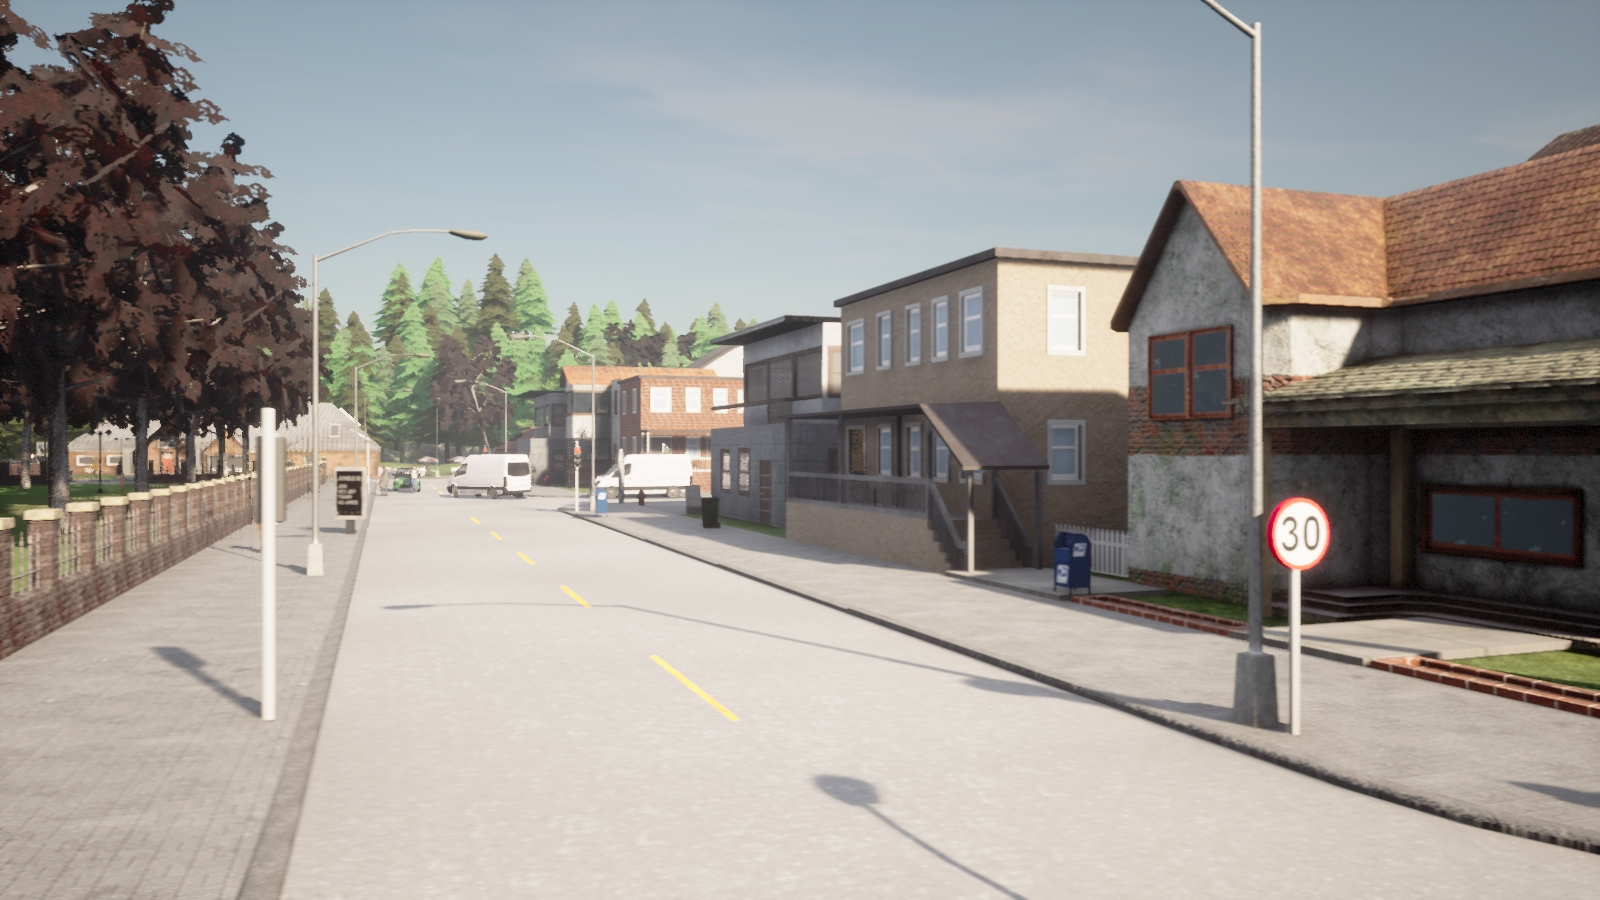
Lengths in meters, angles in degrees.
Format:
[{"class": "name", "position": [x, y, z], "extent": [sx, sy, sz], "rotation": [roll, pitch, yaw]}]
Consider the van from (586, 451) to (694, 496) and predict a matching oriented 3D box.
[{"class": "van", "position": [-9.249, 1.314, 66.085], "extent": [5.915, 2.561, 1.988], "rotation": [0, 0, -19]}]

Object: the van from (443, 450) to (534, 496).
[{"class": "van", "position": [-18.249, 1.314, 66.803], "extent": [5.915, 2.561, 1.988], "rotation": [0, 1, 38]}]

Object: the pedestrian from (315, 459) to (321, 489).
[{"class": "pedestrian", "position": [-30.304, 1.525, 71.848], "extent": [0.375, 1.860, 0.375], "rotation": [0, 0, -20]}]

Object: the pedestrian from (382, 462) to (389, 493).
[{"class": "pedestrian", "position": [-24.878, 1.629, 68.578], "extent": [0.375, 1.860, 0.375], "rotation": [0, 0, -12]}]

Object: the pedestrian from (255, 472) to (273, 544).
[{"class": "pedestrian", "position": [-14.060, 1.525, 29.982], "extent": [0.375, 1.860, 0.375], "rotation": [0, 0, -18]}]
